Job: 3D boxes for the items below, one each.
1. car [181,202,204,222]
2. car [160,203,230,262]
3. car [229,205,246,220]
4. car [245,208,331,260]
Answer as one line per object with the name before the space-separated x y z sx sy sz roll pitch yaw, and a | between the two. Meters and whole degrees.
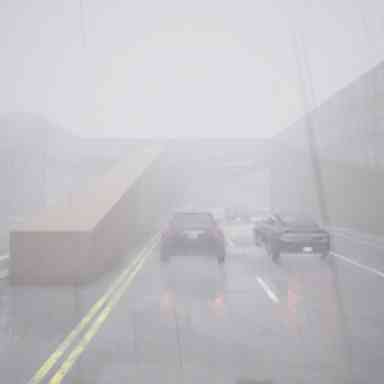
car | 0.058 1.650 28.265 1.812 1.442 4.674 0 0 0
car | 0.048 1.407 12.481 2.097 1.767 4.553 0 0 1
car | 3.547 1.720 26.961 1.895 1.301 4.718 0 0 0
car | 3.549 1.548 12.570 2.128 1.511 4.902 0 0 0
